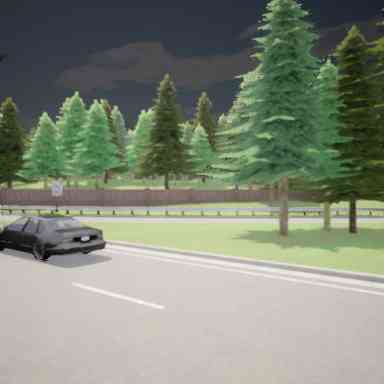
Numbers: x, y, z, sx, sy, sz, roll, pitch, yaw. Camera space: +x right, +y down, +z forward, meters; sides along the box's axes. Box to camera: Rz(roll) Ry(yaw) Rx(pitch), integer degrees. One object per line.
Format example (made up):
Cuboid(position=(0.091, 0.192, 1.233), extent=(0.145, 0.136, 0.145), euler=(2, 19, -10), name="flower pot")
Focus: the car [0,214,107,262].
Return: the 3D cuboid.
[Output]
Cuboid(position=(-5.430, 1.529, 12.135), extent=(5.357, 1.411, 2.033), euler=(0, 0, 37), name="car")
